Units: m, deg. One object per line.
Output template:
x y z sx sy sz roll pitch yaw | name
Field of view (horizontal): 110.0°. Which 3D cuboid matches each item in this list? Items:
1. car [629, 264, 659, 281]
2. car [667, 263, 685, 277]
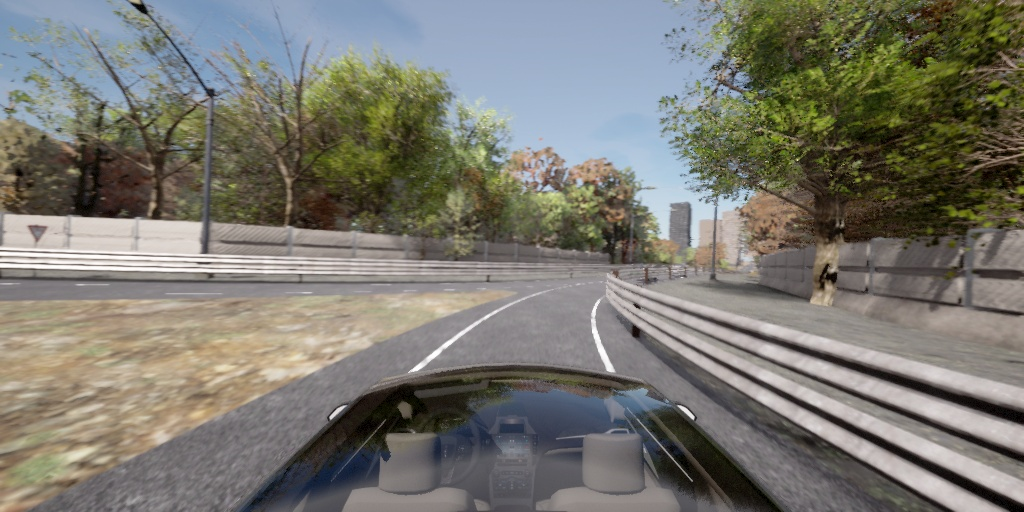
13.597 1.585 36.804 2.097 1.767 4.553 3 0 35 | car
23.837 2.159 51.794 1.812 1.442 4.674 3 0 35 | car
